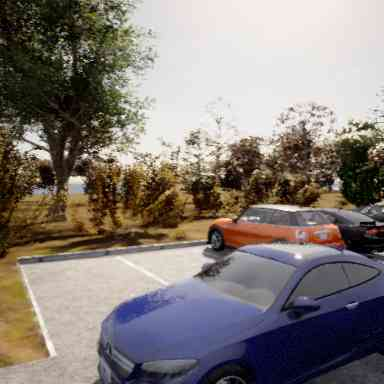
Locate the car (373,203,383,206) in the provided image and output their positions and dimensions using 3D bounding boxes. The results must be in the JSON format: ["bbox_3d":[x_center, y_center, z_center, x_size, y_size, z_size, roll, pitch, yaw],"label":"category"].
[{"bbox_3d":[9.617,1.298,15.330,2.231,1.521,4.892,0,1,-32],"label":"car"}]

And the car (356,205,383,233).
[{"bbox_3d":[4.722,1.309,12.272,2.097,1.535,5.008,0,1,-32],"label":"car"}]

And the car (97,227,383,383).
[{"bbox_3d":[1.157,1.457,4.430,4.674,1.442,1.812,0,1,-31],"label":"car"}]

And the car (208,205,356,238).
[{"bbox_3d":[2.444,1.189,10.822,2.185,1.767,4.553,0,1,-32],"label":"car"}]
